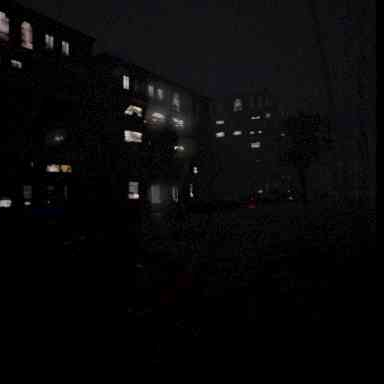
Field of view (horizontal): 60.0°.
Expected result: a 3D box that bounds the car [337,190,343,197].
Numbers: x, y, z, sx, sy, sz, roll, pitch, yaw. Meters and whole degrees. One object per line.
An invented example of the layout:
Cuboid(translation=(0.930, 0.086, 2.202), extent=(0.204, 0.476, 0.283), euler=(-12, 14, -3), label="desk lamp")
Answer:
Cuboid(translation=(35.997, 0.305, 82.188), extent=(1.967, 1.590, 4.097), euler=(1, 1, 35), label="car")

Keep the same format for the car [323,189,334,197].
Cuboid(translation=(34.451, 0.219, 83.779), extent=(2.097, 1.767, 4.553), euler=(0, 1, 28), label="car")

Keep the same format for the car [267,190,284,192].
Cuboid(translation=(14.560, 0.611, 56.011), extent=(2.150, 2.045, 5.566), euler=(0, 1, 35), label="car")

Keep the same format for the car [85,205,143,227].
Cuboid(translation=(-5.250, 1.543, 22.694), extent=(1.947, 1.339, 4.313), euler=(1, 1, 35), label="car")

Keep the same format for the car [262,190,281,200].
Cuboid(translation=(16.421, 0.553, 68.655), extent=(2.192, 1.841, 5.009), euler=(1, 1, 35), label="car")

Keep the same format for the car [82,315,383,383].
Cuboid(translation=(1.138, 1.546, 2.052), extent=(4.507, 1.381, 1.887), euler=(-1, 0, 36), label="car")

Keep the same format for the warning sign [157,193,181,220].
Cuboid(translation=(-1.638, 1.037, 23.780), extent=(1.300, 1.860, 1.060), euler=(-1, -1, 35), label="warning sign")

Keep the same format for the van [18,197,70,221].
Cuboid(translation=(-12.136, 1.353, 27.465), extent=(1.690, 1.788, 3.998), euler=(1, 1, 35), label="van")

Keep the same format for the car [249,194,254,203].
Cuboid(translation=(8.951, 1.067, 47.832), extent=(1.812, 1.442, 4.674), euler=(0, 1, 35), label="car")

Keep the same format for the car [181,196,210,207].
Cuboid(translation=(0.556, 1.231, 45.776), extent=(1.947, 1.339, 4.313), euler=(1, 1, 35), label="car")

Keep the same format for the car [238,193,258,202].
Cuboid(translation=(10.074, 0.974, 59.506), extent=(1.947, 1.339, 4.313), euler=(1, 1, 35), label="car")

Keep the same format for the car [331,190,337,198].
Cuboid(translation=(29.652, 0.585, 73.036), extent=(2.008, 1.369, 4.403), euler=(1, 1, 35), label="car")

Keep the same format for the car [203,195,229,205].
Cuboid(translation=(3.728, 1.130, 50.352), extent=(2.008, 1.369, 4.403), euler=(1, 1, 35), label="car")

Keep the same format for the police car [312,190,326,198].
Cuboid(translation=(29.008, 0.440, 75.649), extent=(1.930, 1.638, 5.238), euler=(0, 1, 32), label="police car")

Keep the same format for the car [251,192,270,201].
Cuboid(translation=(13.150, 0.851, 63.942), extent=(1.752, 1.417, 4.829), euler=(1, 1, 35), label="car")

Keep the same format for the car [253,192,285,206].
Cuboid(translation=(10.614, 1.095, 45.576), extent=(2.008, 1.369, 4.403), euler=(1, 1, 35), label="car")

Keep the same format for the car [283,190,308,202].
Cuboid(translation=(17.057, 0.896, 54.870), extent=(1.752, 1.417, 4.829), euler=(1, 1, 35), label="car")

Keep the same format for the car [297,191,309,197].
Cuboid(translation=(29.111, 0.444, 86.966), extent=(1.887, 1.381, 4.507), euler=(1, 1, 35), label="car")

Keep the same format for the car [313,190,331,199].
Cuboid(translation=(26.479, 0.669, 68.461), extent=(2.008, 1.369, 4.403), euler=(1, 1, 35), label="car")

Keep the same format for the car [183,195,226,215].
Cuboid(translation=(1.095, 1.348, 31.846), extent=(1.887, 1.381, 4.507), euler=(1, 1, 35), label="car")

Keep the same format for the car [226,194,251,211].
Cuboid(translation=(4.268, 1.268, 36.423), extent=(2.008, 1.369, 4.403), euler=(1, 1, 35), label="car")
